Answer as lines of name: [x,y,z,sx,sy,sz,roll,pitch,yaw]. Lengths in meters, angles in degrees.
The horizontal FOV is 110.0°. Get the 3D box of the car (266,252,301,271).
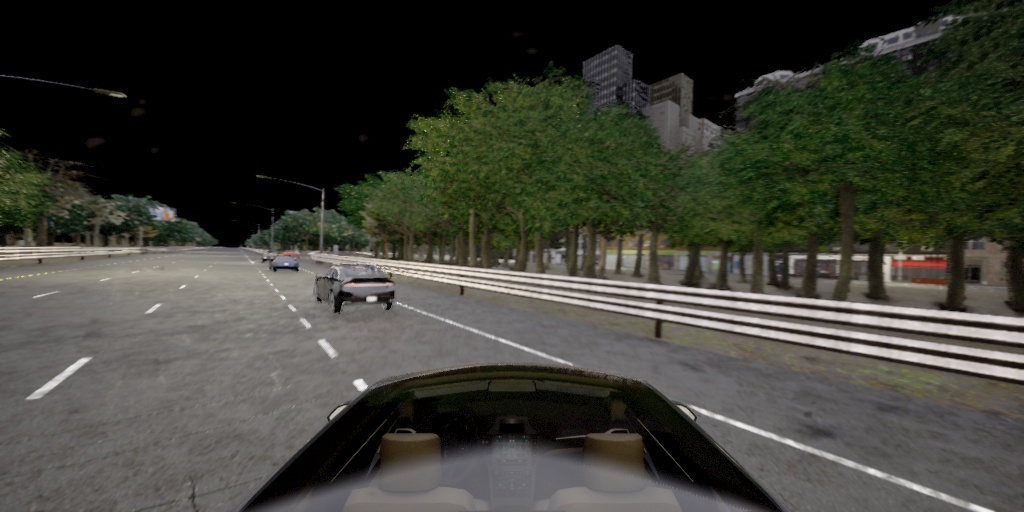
car: [-20.267,0.604,31.864,1.994,1.385,4.181,2,0,-37]

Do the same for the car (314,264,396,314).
car: [-5.698,1.042,12.783,2.128,1.511,4.902,2,0,-37]

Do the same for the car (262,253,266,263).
car: [-32.229,0.222,47.931,1.895,1.301,4.718,2,0,-33]
